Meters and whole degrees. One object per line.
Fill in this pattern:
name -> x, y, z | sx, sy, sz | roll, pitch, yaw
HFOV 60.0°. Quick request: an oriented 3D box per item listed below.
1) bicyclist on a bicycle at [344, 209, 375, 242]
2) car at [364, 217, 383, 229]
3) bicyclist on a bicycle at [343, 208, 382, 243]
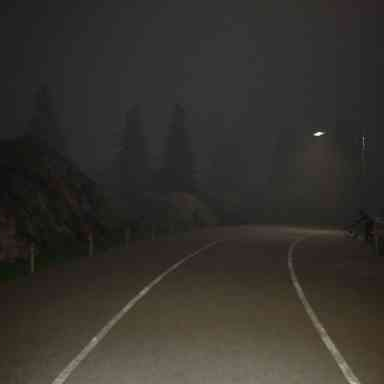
bicyclist on a bicycle -> 9.107, 1.805, 17.790 | 1.656, 1.620, 0.582 | 8, 7, 27
car -> 22.564, 3.779, 40.318 | 4.674, 1.442, 1.812 | 6, -3, -33
bicyclist on a bicycle -> 9.239, 1.787, 18.080 | 1.656, 1.620, 0.582 | 9, 0, 26
